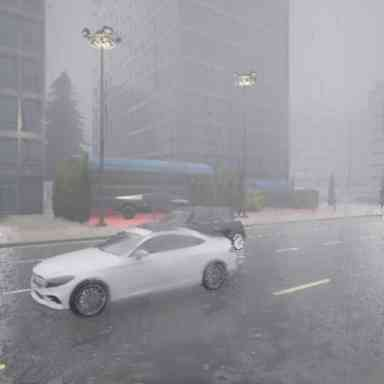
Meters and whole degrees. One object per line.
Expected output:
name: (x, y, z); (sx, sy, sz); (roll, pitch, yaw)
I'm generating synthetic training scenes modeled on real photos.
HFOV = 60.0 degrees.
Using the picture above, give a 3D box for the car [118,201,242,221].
car: (-0.132, 1.358, 12.480); (4.553, 1.767, 2.097); (0, 0, -36)

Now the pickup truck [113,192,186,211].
pickup truck: (-2.967, 1.071, 26.469); (6.274, 2.098, 2.390); (0, 0, -5)

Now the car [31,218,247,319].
car: (-1.038, 1.529, 7.507); (4.674, 1.442, 1.812); (0, 0, -35)
